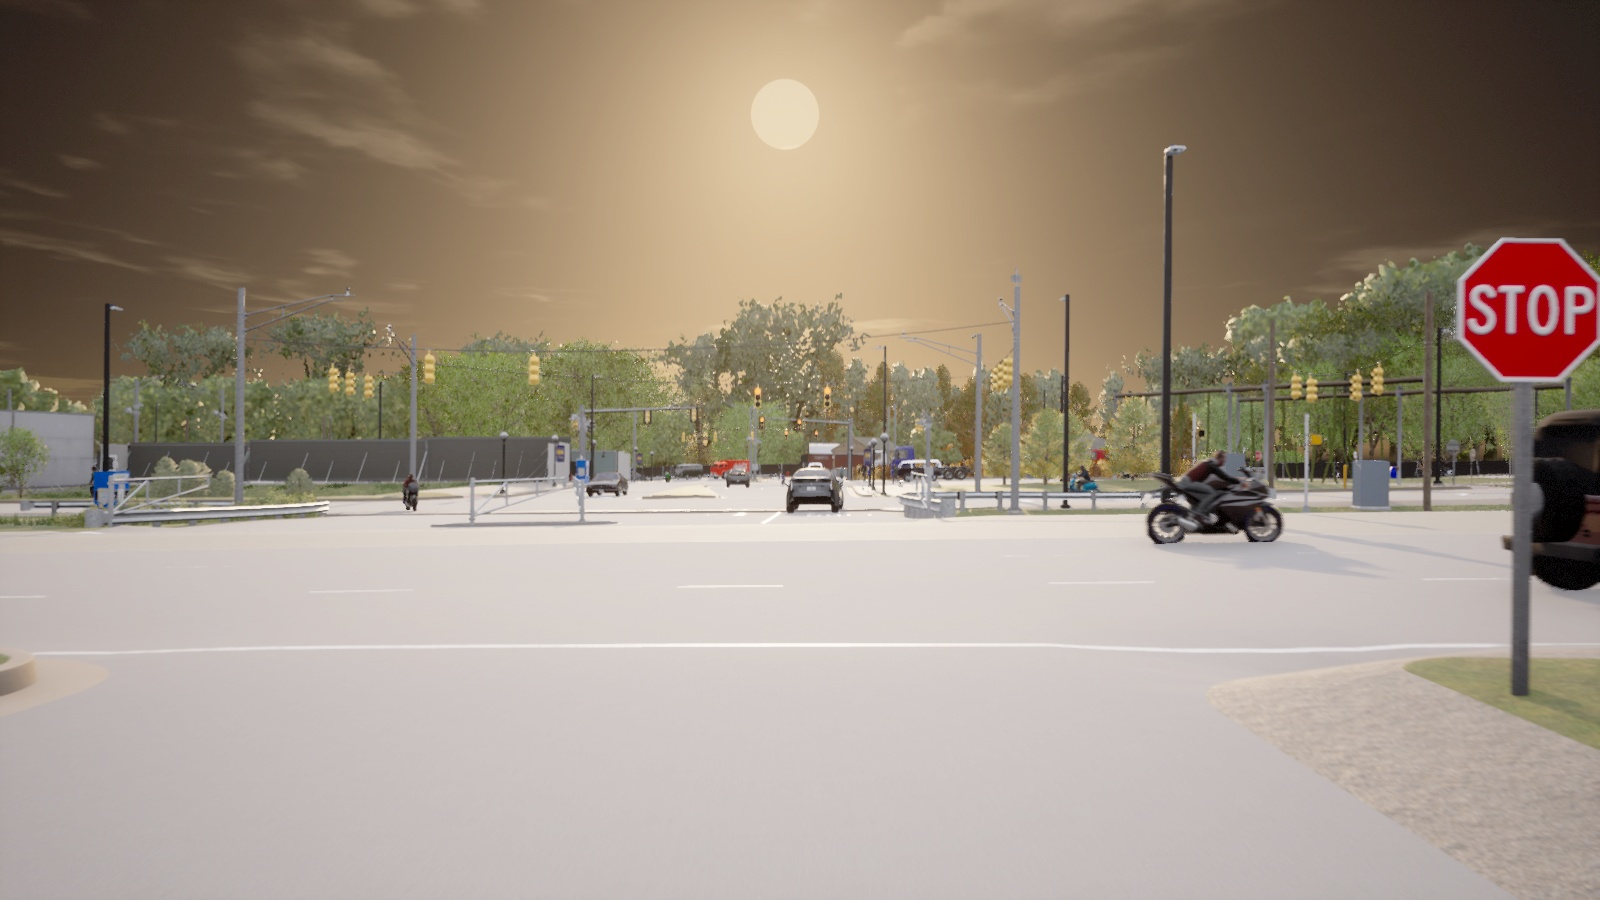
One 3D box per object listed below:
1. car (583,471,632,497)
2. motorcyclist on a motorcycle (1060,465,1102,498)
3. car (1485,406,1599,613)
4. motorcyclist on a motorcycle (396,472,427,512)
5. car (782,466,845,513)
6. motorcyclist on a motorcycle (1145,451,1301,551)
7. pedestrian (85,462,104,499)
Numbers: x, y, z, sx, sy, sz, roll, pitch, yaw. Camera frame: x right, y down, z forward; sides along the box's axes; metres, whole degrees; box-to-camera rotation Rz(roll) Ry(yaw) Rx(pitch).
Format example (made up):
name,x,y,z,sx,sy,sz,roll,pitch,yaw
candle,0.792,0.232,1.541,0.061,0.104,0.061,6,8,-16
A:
name,x,y,z,sx,sy,sz,roll,pitch,yaw
car,-11.243,1.954,73.750,2.033,1.411,5.357,0,0,0
motorcyclist on a motorcycle,13.772,1.532,61.534,1.817,1.590,0.866,-1,0,0
car,9.156,0.519,12.272,3.866,1.878,1.905,-1,0,1
motorcyclist on a motorcycle,-15.522,1.657,50.146,0.797,1.523,2.044,-3,1,-27
car,0.530,1.341,44.093,2.007,1.525,4.514,-1,0,3
motorcyclist on a motorcycle,6.725,0.788,20.029,2.191,1.530,0.866,-1,0,-2
pedestrian,-38.253,1.647,68.069,0.788,1.949,0.423,1,0,1
